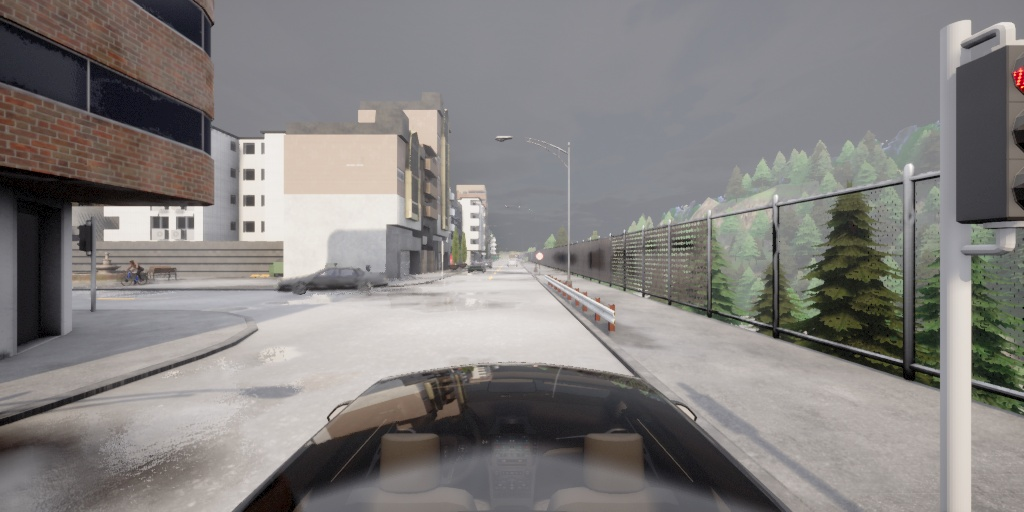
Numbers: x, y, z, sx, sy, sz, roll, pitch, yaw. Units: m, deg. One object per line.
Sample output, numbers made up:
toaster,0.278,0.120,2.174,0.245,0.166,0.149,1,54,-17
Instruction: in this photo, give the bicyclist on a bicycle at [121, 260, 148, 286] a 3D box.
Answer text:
bicyclist on a bicycle,-24.284,1.099,23.067,0.582,1.620,1.656,0,0,0

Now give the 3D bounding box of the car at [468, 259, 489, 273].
car,-4.099,1.351,42.420,1.895,1.301,4.718,0,0,0

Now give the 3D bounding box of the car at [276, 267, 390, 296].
car,-9.472,1.297,19.370,5.357,1.411,2.033,0,0,-26

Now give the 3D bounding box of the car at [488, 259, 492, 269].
car,-4.088,1.242,56.301,2.128,1.511,4.902,0,0,0
